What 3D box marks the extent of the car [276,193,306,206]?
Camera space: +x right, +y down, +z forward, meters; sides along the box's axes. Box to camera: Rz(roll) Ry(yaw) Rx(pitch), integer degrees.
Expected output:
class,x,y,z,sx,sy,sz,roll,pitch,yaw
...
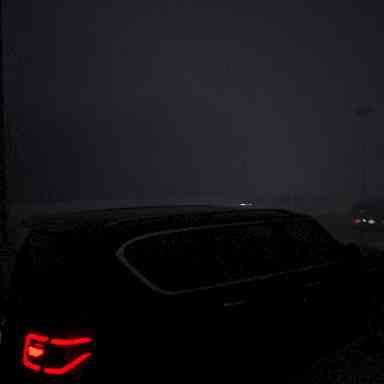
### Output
class,x,y,z,sx,sy,sz,roll,pitch,yaw
car,13.428,0.999,44.760,1.882,1.535,5.008,0,1,42

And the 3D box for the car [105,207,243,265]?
class,x,y,z,sx,sy,sz,roll,pitch,yaw
car,-0.521,1.431,12.286,4.892,1.490,1.837,-1,1,-38

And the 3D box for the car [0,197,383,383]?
class,x,y,z,sx,sy,sz,roll,pitch,yaw
car,0.590,1.187,4.302,5.566,2.045,2.150,-1,1,-37

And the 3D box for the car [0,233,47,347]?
class,x,y,z,sx,sy,sz,roll,pitch,yaw
car,-5.054,1.585,4.493,5.357,1.411,2.033,-1,0,-36

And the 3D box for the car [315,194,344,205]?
class,x,y,z,sx,sy,sz,roll,pitch,yaw
car,18.857,0.992,45.588,2.033,1.411,5.357,0,1,41

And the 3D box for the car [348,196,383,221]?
class,x,y,z,sx,sy,sz,roll,pitch,yaw
car,13.382,1.139,24.309,5.008,1.535,1.882,-1,1,-44
